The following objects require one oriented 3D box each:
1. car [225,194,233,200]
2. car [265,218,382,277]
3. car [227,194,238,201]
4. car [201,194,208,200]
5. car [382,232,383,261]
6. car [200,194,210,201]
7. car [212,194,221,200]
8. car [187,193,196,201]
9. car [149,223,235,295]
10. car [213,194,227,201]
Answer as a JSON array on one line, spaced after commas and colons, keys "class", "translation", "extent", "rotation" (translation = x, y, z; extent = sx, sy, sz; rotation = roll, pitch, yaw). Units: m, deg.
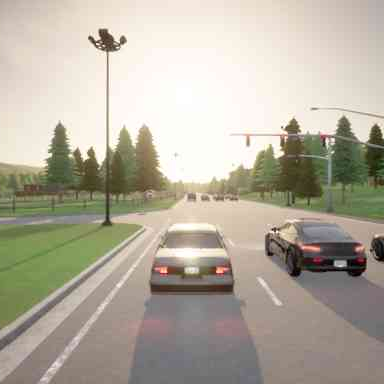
[{"class": "car", "translation": [10.460, 1.356, 93.981], "extent": [1.812, 1.442, 4.674], "rotation": [0, 0, 0]}, {"class": "car", "translation": [3.515, 1.526, 10.149], "extent": [1.812, 1.442, 4.674], "rotation": [0, 0, 0]}, {"class": "car", "translation": [10.464, 1.587, 84.007], "extent": [1.895, 1.301, 4.718], "rotation": [0, 0, 0]}, {"class": "car", "translation": [3.460, 1.310, 93.978], "extent": [1.882, 1.535, 5.008], "rotation": [0, 0, 0]}, {"class": "car", "translation": [7.004, 1.564, 9.610], "extent": [1.994, 1.385, 4.181], "rotation": [0, 0, 1]}, {"class": "car", "translation": [3.464, 1.531, 83.558], "extent": [2.033, 1.411, 5.357], "rotation": [0, 0, 0]}, {"class": "car", "translation": [6.960, 1.372, 93.979], "extent": [2.033, 1.411, 5.357], "rotation": [0, 0, 0]}, {"class": "car", "translation": [-0.036, 1.217, 83.586], "extent": [2.150, 2.045, 5.566], "rotation": [0, 0, 0]}, {"class": "car", "translation": [0.001, 1.547, 8.871], "extent": [2.033, 1.411, 5.357], "rotation": [0, 0, 0]}, {"class": "car", "translation": [6.964, 1.347, 83.946], "extent": [2.097, 1.767, 4.553], "rotation": [0, 0, 0]}]
